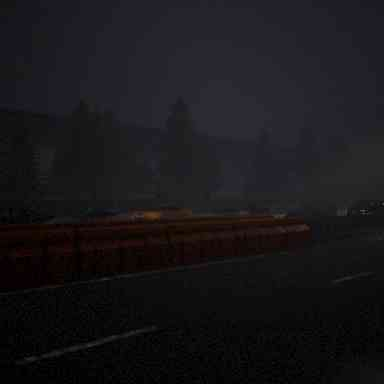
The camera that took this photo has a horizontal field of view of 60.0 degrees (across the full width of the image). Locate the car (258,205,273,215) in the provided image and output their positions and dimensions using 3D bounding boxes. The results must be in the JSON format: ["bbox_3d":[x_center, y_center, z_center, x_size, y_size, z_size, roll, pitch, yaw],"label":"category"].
[{"bbox_3d":[5.127,1.770,29.162,4.181,1.385,1.994,0,0,-35],"label":"car"}]

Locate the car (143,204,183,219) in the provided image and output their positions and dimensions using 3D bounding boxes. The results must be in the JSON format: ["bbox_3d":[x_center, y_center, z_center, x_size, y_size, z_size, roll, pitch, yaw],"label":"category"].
[{"bbox_3d":[-2.181,1.605,23.935,5.008,1.535,1.882,1,0,-35],"label":"car"}]

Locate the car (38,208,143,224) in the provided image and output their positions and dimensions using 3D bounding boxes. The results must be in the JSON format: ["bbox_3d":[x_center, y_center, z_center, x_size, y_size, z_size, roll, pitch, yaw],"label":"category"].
[{"bbox_3d":[-5.248,1.587,17.444,4.674,1.442,1.812,1,0,-36],"label":"car"}]

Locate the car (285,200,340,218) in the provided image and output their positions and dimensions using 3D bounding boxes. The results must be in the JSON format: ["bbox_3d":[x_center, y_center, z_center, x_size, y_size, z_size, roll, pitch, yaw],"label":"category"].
[{"bbox_3d":[10.369,1.724,28.605,5.357,1.411,2.033,-1,1,-35],"label":"car"}]

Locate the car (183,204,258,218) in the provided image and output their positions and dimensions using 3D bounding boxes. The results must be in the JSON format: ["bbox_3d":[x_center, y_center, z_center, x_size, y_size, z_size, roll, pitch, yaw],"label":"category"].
[{"bbox_3d":[2.026,1.682,22.644,4.674,1.442,1.812,1,0,-36],"label":"car"}]

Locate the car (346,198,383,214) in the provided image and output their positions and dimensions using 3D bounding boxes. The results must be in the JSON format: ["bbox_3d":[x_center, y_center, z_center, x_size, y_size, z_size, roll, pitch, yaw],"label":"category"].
[{"bbox_3d":[14.461,1.287,27.166,4.892,1.490,1.837,-2,1,-36],"label":"car"}]

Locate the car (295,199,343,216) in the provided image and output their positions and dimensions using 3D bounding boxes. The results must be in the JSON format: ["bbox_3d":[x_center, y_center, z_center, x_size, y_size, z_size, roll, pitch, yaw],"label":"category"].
[{"bbox_3d":[13.463,1.551,35.156,5.357,1.411,2.033,-3,2,-35],"label":"car"}]

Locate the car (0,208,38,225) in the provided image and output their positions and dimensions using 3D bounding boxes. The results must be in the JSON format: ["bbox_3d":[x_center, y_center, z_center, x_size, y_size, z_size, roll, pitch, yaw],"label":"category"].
[{"bbox_3d":[-10.178,1.570,18.227,5.357,1.411,2.033,1,0,-35],"label":"car"}]
